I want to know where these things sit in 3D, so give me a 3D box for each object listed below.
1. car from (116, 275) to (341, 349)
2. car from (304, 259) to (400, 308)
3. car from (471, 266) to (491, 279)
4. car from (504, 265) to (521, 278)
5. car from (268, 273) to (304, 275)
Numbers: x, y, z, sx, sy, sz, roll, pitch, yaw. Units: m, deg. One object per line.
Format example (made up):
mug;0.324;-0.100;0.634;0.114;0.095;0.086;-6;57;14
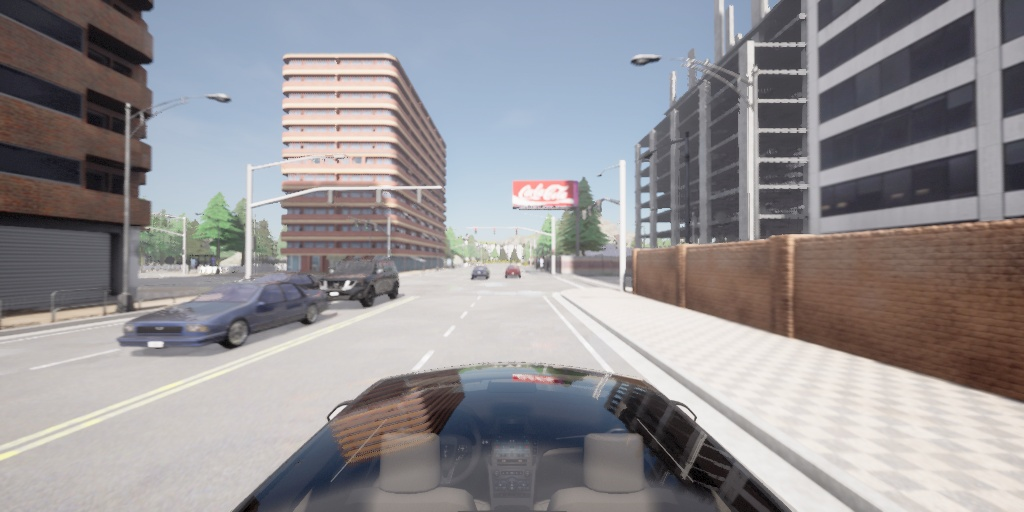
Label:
car;-7.069;1.402;9.792;2.033;1.411;5.357;0;-1;0
car;-6.997;1.169;16.894;2.150;2.045;5.566;0;-1;0
car;-3.395;1.788;39.341;2.033;1.411;5.357;0;-1;0
car;0.105;1.812;42.876;1.812;1.442;4.674;0;-1;0
car;-10.501;1.490;16.514;2.033;1.411;5.357;0;-1;0
